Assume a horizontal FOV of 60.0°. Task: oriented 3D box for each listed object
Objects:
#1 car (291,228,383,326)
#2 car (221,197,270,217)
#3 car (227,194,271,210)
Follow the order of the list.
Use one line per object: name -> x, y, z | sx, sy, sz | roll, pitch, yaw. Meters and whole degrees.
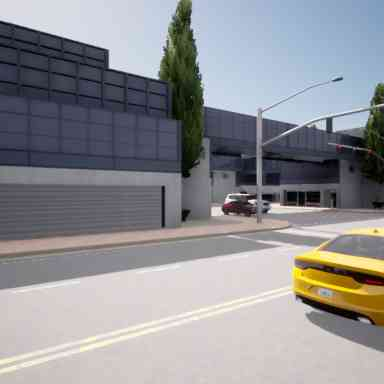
car -> 4.168, 1.478, 6.815 | 5.008, 1.535, 1.882 | 0, 0, -36
car -> 4.765, 1.526, 31.826 | 1.812, 1.442, 4.674 | 0, 0, -37
car -> 5.938, 1.221, 36.091 | 2.150, 2.045, 5.566 | 0, 0, -37
